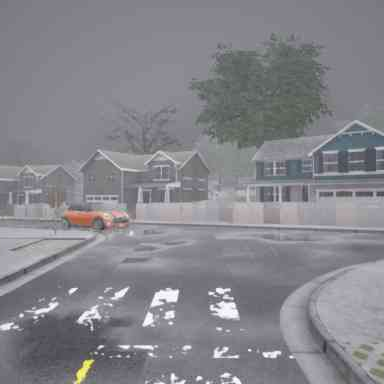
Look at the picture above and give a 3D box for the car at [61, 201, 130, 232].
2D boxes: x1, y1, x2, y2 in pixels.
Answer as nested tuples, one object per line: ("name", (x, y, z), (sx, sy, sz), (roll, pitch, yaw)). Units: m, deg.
("car", (-6.016, 1.452, 20.725), (4.553, 1.767, 2.097), (-2, -2, 33))
